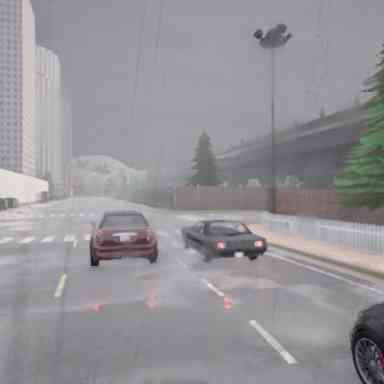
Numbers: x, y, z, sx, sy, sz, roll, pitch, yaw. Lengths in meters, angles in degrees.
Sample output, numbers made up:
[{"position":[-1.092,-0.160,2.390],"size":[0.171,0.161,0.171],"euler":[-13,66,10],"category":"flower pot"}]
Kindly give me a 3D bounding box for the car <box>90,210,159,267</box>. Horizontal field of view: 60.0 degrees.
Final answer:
[{"position":[-2.563,1.427,12.040],"size":[2.097,1.767,4.553],"euler":[0,0,-15],"category":"car"}]

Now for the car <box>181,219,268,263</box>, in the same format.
[{"position":[0.918,1.656,12.344],"size":[1.895,1.301,4.718],"euler":[0,0,-14],"category":"car"}]

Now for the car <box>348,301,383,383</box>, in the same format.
[{"position":[3.001,1.519,2.248],"size":[1.812,1.442,4.674],"euler":[0,0,-5],"category":"car"}]
